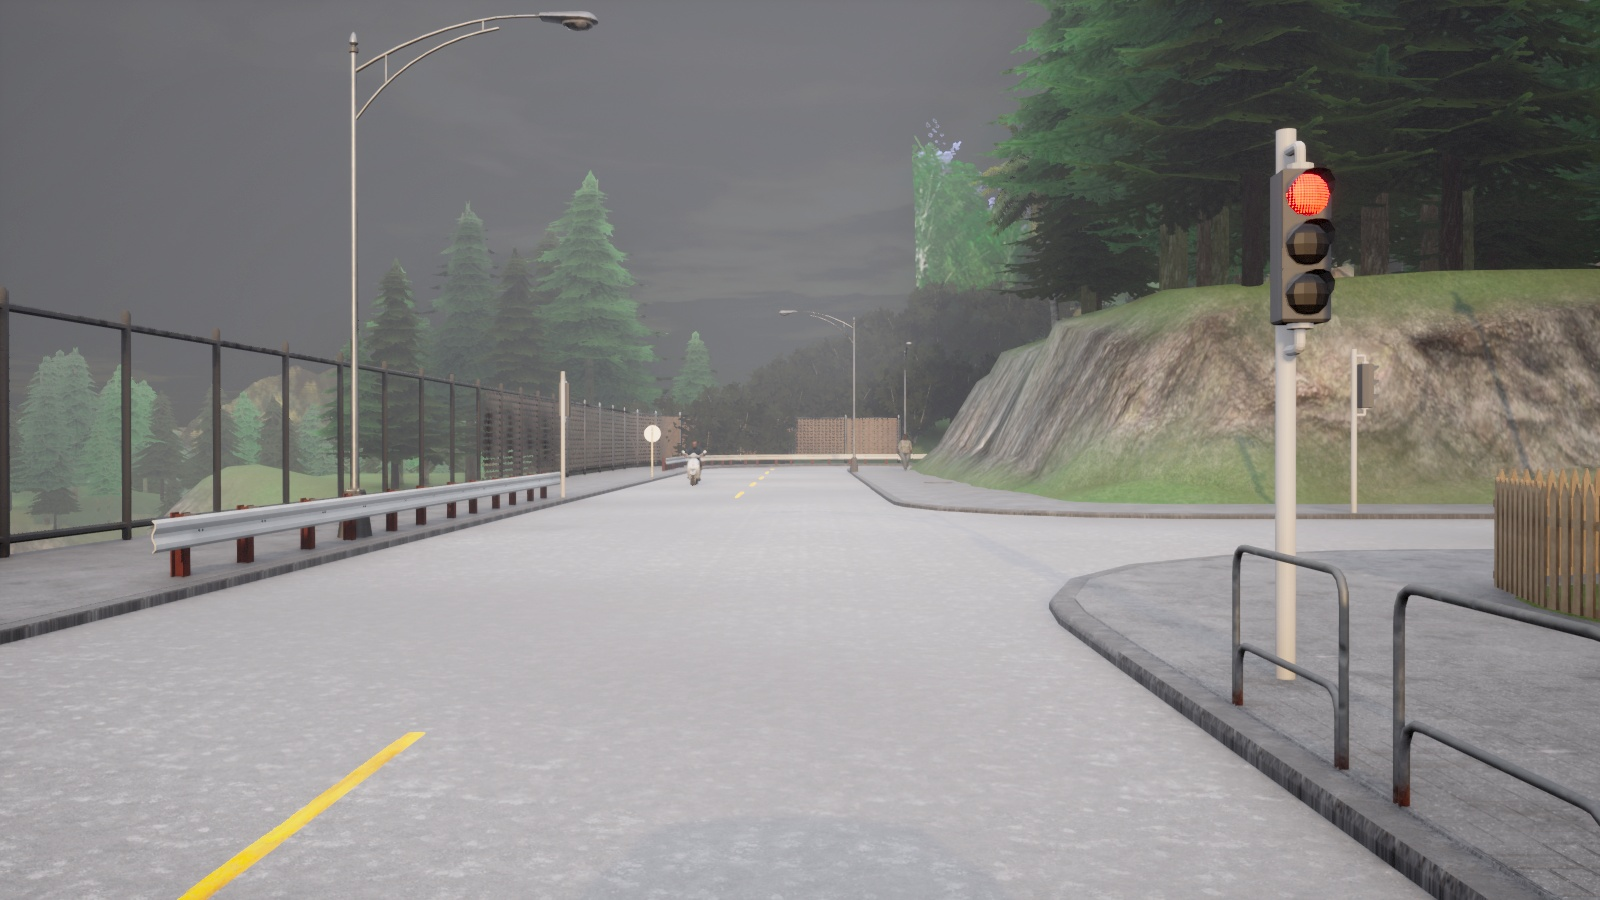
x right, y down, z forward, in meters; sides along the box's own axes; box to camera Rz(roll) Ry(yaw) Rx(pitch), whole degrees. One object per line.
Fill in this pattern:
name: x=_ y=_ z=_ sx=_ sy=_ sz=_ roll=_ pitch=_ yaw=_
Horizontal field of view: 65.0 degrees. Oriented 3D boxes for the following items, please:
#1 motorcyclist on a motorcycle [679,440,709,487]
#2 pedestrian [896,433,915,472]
motorcyclist on a motorcycle: x=-3.693 y=0.449 z=43.850 sx=0.866 sy=1.590 sz=1.817 roll=0 pitch=0 yaw=0
pedestrian: x=5.144 y=0.115 z=61.200 sx=0.874 sy=1.855 sz=0.900 roll=0 pitch=0 yaw=-1
